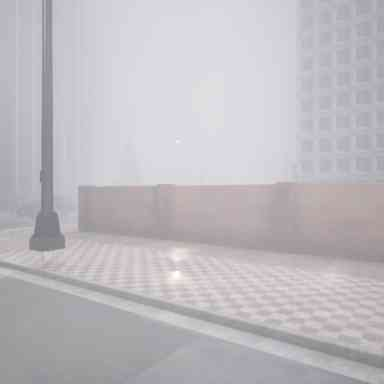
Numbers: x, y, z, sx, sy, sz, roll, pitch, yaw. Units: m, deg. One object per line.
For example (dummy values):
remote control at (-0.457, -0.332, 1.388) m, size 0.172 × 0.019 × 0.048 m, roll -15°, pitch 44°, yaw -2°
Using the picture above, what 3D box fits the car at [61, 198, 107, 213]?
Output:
car at (-12.569, 1.477, 38.963) m, size 1.882 × 1.535 × 5.008 m, roll 0°, pitch 1°, yaw 35°

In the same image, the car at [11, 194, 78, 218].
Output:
car at (-13.778, 1.221, 31.164) m, size 2.150 × 2.045 × 5.566 m, roll 0°, pitch 0°, yaw 35°
